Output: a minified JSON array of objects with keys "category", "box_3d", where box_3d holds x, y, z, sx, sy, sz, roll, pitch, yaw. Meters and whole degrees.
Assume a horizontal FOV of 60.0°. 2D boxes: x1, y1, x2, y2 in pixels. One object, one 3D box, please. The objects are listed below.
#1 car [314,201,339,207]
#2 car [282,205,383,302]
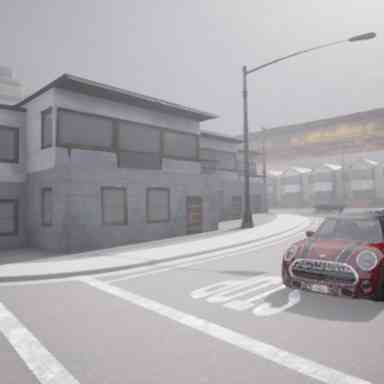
[{"category":"car","box_3d":[17.170,1.834,41.633,1.895,1.301,4.718,-1,-2,-4]},{"category":"car","box_3d":[4.115,1.341,8.359,2.097,1.767,4.553,-3,-1,44]}]
